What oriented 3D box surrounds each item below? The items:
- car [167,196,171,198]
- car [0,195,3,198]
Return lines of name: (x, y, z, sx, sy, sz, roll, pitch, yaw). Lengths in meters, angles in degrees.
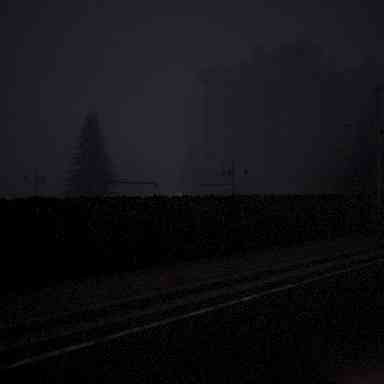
car: (-4.684, 1.337, 50.366, 2.097, 1.767, 4.553, 0, 0, -38)
car: (-40.312, 1.374, 67.393, 3.633, 1.501, 1.845, 0, 0, -38)
